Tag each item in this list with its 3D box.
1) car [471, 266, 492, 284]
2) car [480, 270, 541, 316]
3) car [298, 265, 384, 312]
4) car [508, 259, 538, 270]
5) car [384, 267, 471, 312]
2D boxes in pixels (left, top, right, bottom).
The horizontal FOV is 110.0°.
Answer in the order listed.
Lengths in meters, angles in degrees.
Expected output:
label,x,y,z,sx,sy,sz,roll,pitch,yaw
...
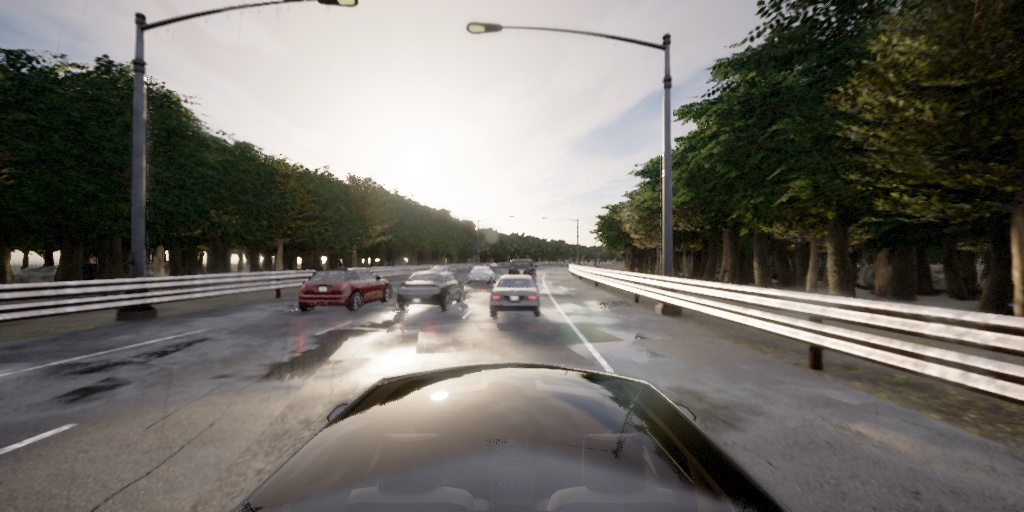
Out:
label,x,y,z,sx,sy,sz,roll,pitch,yaw
car,-2.511,1.598,30.322,1.812,1.442,4.674,0,0,5
car,0.168,1.434,14.059,2.033,1.411,5.357,0,-1,2
car,-6.784,1.252,15.153,2.097,1.767,4.553,0,-1,2
car,0.872,1.278,28.811,2.150,2.045,5.566,0,0,4
car,-3.284,1.392,15.129,2.128,1.511,4.902,0,0,2
